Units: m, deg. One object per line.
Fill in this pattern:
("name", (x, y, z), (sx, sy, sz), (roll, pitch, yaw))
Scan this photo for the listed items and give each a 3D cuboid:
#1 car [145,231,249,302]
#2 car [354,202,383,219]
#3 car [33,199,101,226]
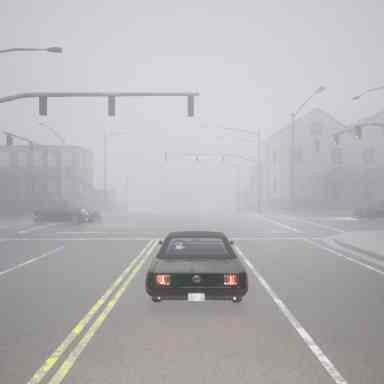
("car", (0.104, 1.601, 8.193), (1.895, 1.301, 4.718), (0, 0, 0))
("car", (16.034, 1.564, 28.154), (4.181, 1.385, 1.994), (0, 0, 0))
("car", (-8.624, 1.309, 23.132), (4.553, 1.767, 2.097), (0, 1, 17))
